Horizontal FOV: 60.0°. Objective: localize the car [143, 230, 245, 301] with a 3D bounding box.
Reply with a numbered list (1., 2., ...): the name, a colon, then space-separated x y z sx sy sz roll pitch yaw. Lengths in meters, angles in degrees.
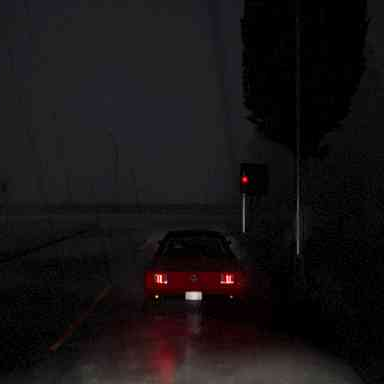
1. car: 0.064 1.601 8.276 1.895 1.301 4.718 0 0 1
